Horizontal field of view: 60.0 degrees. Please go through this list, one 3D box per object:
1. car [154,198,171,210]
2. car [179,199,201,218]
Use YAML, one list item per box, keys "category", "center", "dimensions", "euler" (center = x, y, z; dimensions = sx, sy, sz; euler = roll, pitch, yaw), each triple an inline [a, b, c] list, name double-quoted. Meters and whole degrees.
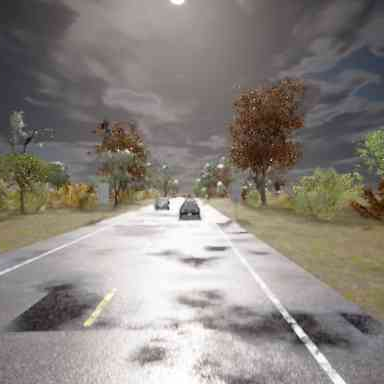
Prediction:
- category: "car"
  center: [-3.811, 1.520, 43.311]
  dimensions: [2.128, 1.511, 4.902]
  euler: [0, 0, 0]
- category: "car"
  center: [-0.191, 1.595, 30.122]
  dimensions: [1.895, 1.301, 4.718]
  euler: [0, 0, 0]
